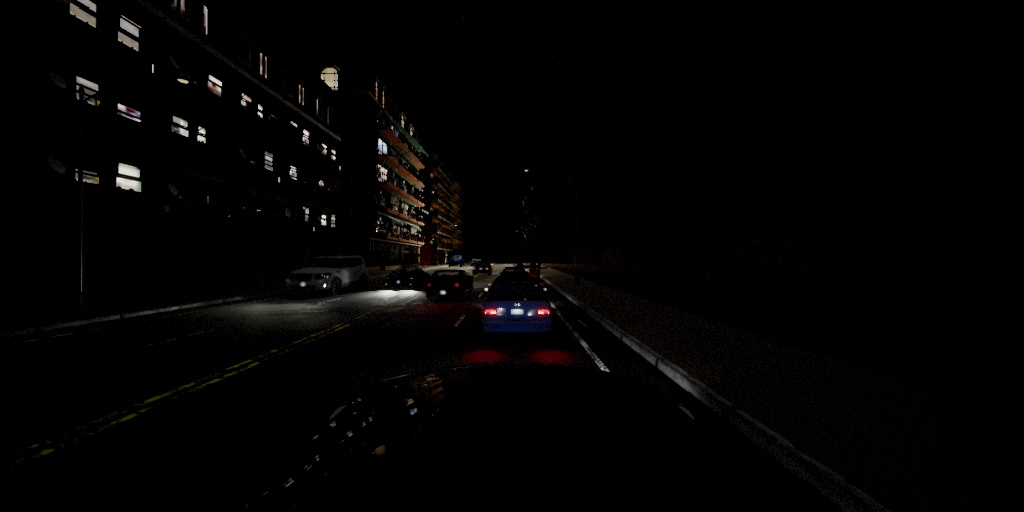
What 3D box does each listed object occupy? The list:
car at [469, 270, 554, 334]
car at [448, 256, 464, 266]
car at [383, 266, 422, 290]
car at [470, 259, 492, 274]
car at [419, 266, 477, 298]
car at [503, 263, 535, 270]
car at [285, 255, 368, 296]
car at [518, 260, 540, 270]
[{"bbox_3d":[0.112,1.299,10.565,2.033,1.411,5.357,0,0,0],"label":"car"},{"bbox_3d":[-9.731,0.972,62.969,2.150,2.045,5.566,0,0,1],"label":"car"},{"bbox_3d":[-6.574,1.317,22.717,1.994,1.385,4.181,0,0,0],"label":"car"},{"bbox_3d":[-3.100,1.301,38.047,2.033,1.411,5.357,0,0,0],"label":"car"},{"bbox_3d":[-3.130,1.354,18.567,1.895,1.301,4.718,0,0,0],"label":"car"},{"bbox_3d":[0.118,1.317,20.898,1.994,1.385,4.181,0,0,1],"label":"car"},{"bbox_3d":[-9.829,0.974,19.628,2.150,2.045,5.566,0,0,0],"label":"car"},{"bbox_3d":[1.173,1.104,29.833,2.097,1.767,4.553,0,0,0],"label":"car"}]
